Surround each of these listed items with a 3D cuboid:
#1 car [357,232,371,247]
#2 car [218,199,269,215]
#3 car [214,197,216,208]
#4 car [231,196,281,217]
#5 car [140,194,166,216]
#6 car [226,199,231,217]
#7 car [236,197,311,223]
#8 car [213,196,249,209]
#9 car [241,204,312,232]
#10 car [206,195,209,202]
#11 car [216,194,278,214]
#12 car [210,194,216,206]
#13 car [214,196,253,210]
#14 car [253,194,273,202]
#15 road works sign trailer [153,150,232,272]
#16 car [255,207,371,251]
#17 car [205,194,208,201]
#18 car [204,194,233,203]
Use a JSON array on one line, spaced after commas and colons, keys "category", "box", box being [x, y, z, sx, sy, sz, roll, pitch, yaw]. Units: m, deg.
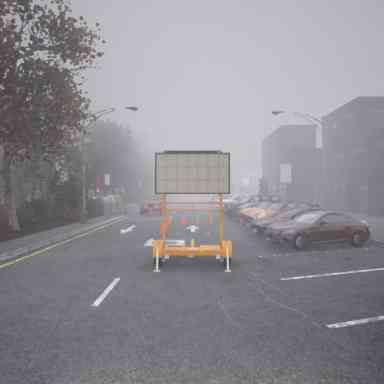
[{"category": "car", "box": [5.318, 1.487, 5.036, 4.892, 1.521, 2.231, 1, 0, -20]}, {"category": "car", "box": [5.419, 1.545, 35.039, 4.792, 1.488, 2.163, 1, 0, -20]}, {"category": "car", "box": [5.255, 1.503, 31.982, 5.366, 1.575, 1.946, 1, 0, -20]}, {"category": "car", "box": [5.411, 1.369, 23.049, 4.553, 1.767, 2.185, 1, 0, -20]}, {"category": "car", "box": [-3.841, 1.248, 33.609, 2.150, 2.045, 5.566, 0, 0, 0]}, {"category": "car", "box": [5.391, 1.538, 26.045, 4.674, 1.452, 2.002, 1, 0, -20]}, {"category": "car", "box": [5.395, 1.366, 20.048, 4.553, 1.767, 2.185, 1, 0, -20]}, {"category": "car", "box": [5.486, 1.424, 47.056, 4.553, 1.767, 2.185, 1, 0, -20]}, {"category": "car", "box": [5.321, 1.518, 17.028, 4.792, 1.488, 2.163, 1, 0, -20]}, {"category": "car", "box": [5.554, 1.583, 56.075, 5.008, 1.535, 2.097, 1, -1, -20]}, {"category": "car", "box": [5.401, 1.252, 29.024, 5.566, 2.045, 2.435, 1, 0, -20]}, {"category": "car", "box": [5.443, 1.271, 38.041, 5.566, 2.045, 2.435, 1, 0, -20]}, {"category": "car", "box": [5.470, 1.414, 44.054, 4.553, 1.767, 2.185, 1, 0, -20]}, {"category": "car", "box": [18.637, 1.463, 87.065, 2.435, 2.045, 5.566, 0, 0, -21]}, {"category": "road works sign trailer", "box": [0.019, 0.465, 10.771, 2.380, 3.560, 2.880, 0, 0, 0]}, {"category": "car", "box": [5.338, 1.528, 14.036, 4.674, 1.452, 2.002, 1, 0, -20]}, {"category": "car", "box": [5.414, 1.613, 65.020, 5.366, 1.575, 1.946, 1, 0, -20]}, {"category": "car", "box": [5.622, 1.391, 71.113, 5.566, 2.045, 2.435, 1, 0, -20]}]
